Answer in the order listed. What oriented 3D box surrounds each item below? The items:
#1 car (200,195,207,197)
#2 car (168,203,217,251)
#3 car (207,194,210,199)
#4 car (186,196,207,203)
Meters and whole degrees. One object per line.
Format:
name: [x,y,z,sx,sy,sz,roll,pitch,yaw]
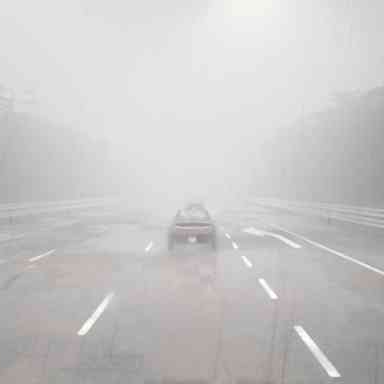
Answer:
car: [0.968,1.414,51.167,1.812,1.442,4.674,0,0,3]
car: [0.032,1.458,14.031,2.128,1.511,4.902,0,0,0]
car: [2.674,1.399,80.395,2.128,1.511,4.902,0,0,4]
car: [0.342,1.429,33.113,1.812,1.442,4.674,0,0,1]
